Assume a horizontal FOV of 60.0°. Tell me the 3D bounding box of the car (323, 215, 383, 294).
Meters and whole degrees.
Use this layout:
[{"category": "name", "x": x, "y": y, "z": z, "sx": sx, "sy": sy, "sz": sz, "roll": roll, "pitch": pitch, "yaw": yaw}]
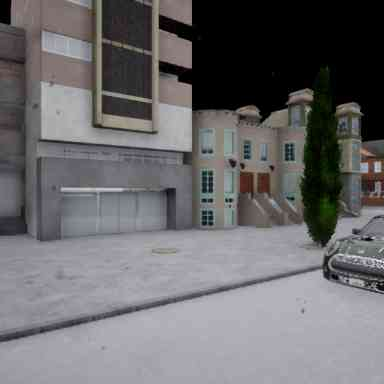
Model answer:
[{"category": "car", "x": 5.359, "y": 1.352, "z": 8.433, "sx": 4.553, "sy": 1.767, "sz": 2.097, "roll": 0, "pitch": 0, "yaw": -35}]
